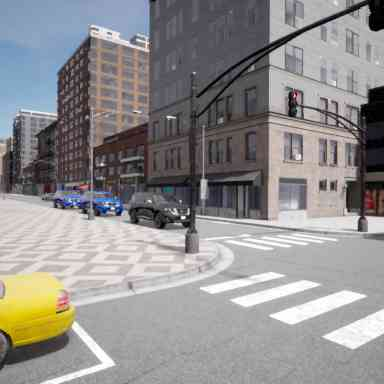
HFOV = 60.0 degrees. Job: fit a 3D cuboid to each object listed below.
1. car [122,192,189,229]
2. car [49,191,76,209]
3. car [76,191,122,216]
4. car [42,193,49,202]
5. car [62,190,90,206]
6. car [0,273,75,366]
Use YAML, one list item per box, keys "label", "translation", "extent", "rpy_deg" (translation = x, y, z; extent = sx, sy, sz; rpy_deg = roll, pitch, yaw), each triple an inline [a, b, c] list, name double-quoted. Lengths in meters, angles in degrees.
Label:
- label: "car"
  translation: [-2.064, 1.052, 20.784]
  extent: [2.150, 2.045, 5.566]
  rpy_deg: [1, 0, -35]
- label: "car"
  translation: [-14.205, 0.861, 37.977]
  extent: [2.150, 2.045, 5.566]
  rpy_deg: [1, 0, -35]
- label: "car"
  translation: [-8.008, 0.959, 29.193]
  extent: [2.150, 2.045, 5.566]
  rpy_deg: [1, 0, -35]
- label: "car"
  translation: [-25.540, 0.944, 59.518]
  extent: [2.128, 1.511, 4.902]
  rpy_deg: [1, 0, -36]
- label: "car"
  translation: [-16.157, 0.823, 46.262]
  extent: [2.150, 2.045, 5.566]
  rpy_deg: [1, 0, -36]
- label: "car"
  translation: [-3.972, 1.525, 3.919]
  extent: [4.829, 1.417, 1.752]
  rpy_deg: [0, 1, -36]
